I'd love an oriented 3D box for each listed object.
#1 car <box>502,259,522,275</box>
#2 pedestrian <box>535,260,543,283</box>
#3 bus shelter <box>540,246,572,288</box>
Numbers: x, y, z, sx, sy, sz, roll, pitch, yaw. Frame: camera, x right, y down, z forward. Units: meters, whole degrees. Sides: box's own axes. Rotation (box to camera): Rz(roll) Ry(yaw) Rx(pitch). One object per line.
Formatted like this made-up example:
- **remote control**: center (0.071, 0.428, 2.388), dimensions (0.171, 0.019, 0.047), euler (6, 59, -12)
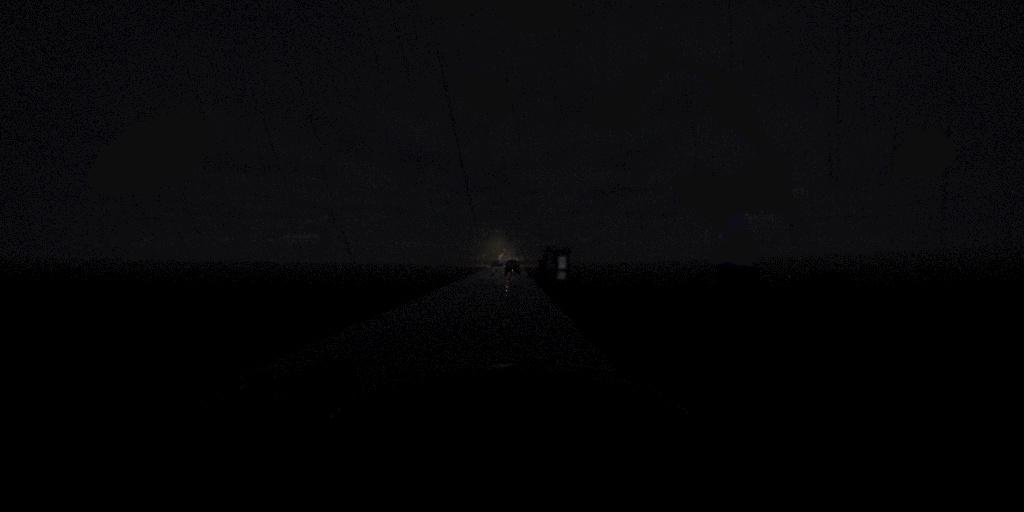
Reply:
- **car**: center (0.077, 1.394, 42.603), dimensions (1.837, 1.490, 4.892), euler (0, -1, 0)
- **pedestrian**: center (2.173, 1.152, 27.647), dimensions (0.375, 1.860, 0.375), euler (-3, 2, -10)
- **bus shelter**: center (3.134, 0.723, 25.361), dimensions (1.920, 2.740, 3.880), euler (0, 0, 0)
